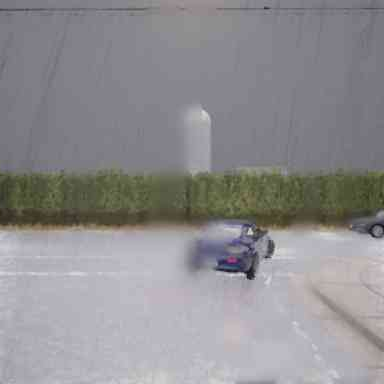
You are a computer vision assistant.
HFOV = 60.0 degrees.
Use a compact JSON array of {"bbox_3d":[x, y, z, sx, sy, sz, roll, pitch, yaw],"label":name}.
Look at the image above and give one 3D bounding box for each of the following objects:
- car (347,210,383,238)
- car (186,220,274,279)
[{"bbox_3d":[10.907,1.609,17.740,4.892,1.490,1.837,0,0,1],"label":"car"},{"bbox_3d":[1.291,1.576,10.288,1.812,1.442,4.674,-1,0,21],"label":"car"}]
